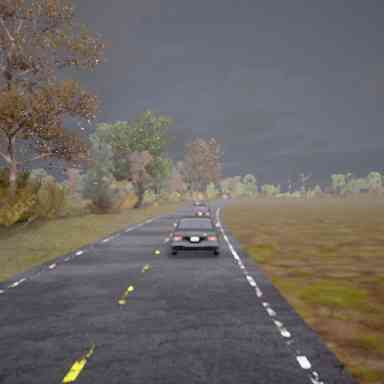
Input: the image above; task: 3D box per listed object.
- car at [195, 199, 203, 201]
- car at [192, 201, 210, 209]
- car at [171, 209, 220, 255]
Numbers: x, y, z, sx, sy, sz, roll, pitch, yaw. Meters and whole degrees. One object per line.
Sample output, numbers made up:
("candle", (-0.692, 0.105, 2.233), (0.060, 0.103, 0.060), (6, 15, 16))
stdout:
("car", (1.342, 2.101, 66.441), (2.128, 1.511, 4.902), (0, -1, 8))
("car", (0.783, 1.815, 28.847), (2.033, 1.411, 5.357), (0, 0, 3))
("car", (0.163, 1.678, 13.907), (2.033, 1.411, 5.357), (0, 0, 2))
